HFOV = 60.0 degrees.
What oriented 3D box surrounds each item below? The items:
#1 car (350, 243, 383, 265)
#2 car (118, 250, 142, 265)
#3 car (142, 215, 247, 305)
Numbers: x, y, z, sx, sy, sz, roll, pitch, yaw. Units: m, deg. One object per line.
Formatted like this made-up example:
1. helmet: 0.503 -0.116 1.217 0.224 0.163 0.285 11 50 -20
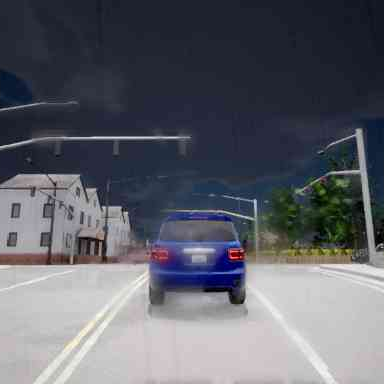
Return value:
1. car: 17.141 5.529 29.617 5.566 2.045 2.150 0 -12 1
2. car: -4.487 5.894 29.837 4.181 1.385 1.994 0 -13 1
3. car: 0.087 1.762 9.321 2.150 2.045 5.566 0 -7 -1
